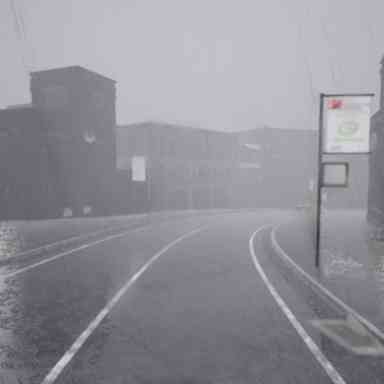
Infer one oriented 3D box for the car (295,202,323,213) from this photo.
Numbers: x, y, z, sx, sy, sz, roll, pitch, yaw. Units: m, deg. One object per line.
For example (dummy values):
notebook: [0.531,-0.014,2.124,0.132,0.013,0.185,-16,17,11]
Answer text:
car: [17.067,2.179,48.527,5.008,1.535,1.882,3,1,-37]
